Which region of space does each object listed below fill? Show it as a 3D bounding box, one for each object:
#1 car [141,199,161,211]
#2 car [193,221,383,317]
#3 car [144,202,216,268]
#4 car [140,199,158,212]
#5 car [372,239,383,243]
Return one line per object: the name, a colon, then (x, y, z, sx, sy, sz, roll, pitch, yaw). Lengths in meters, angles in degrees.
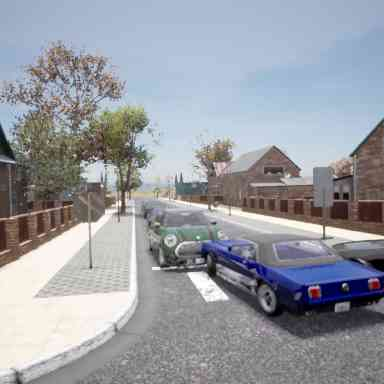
car: (-3.414, 1.550, 30.036, 1.882, 1.535, 5.008, -2, 1, -10)
car: (1.757, 1.586, 7.550, 1.895, 1.301, 4.718, -1, 1, -18)
car: (-0.289, 1.391, 11.625, 2.097, 1.767, 4.553, -2, 0, -14)
car: (-5.505, 1.645, 42.195, 2.033, 1.411, 5.357, -2, 0, -10)
car: (5.558, 1.434, 7.069, 5.357, 1.411, 2.033, -1, 0, 41)
